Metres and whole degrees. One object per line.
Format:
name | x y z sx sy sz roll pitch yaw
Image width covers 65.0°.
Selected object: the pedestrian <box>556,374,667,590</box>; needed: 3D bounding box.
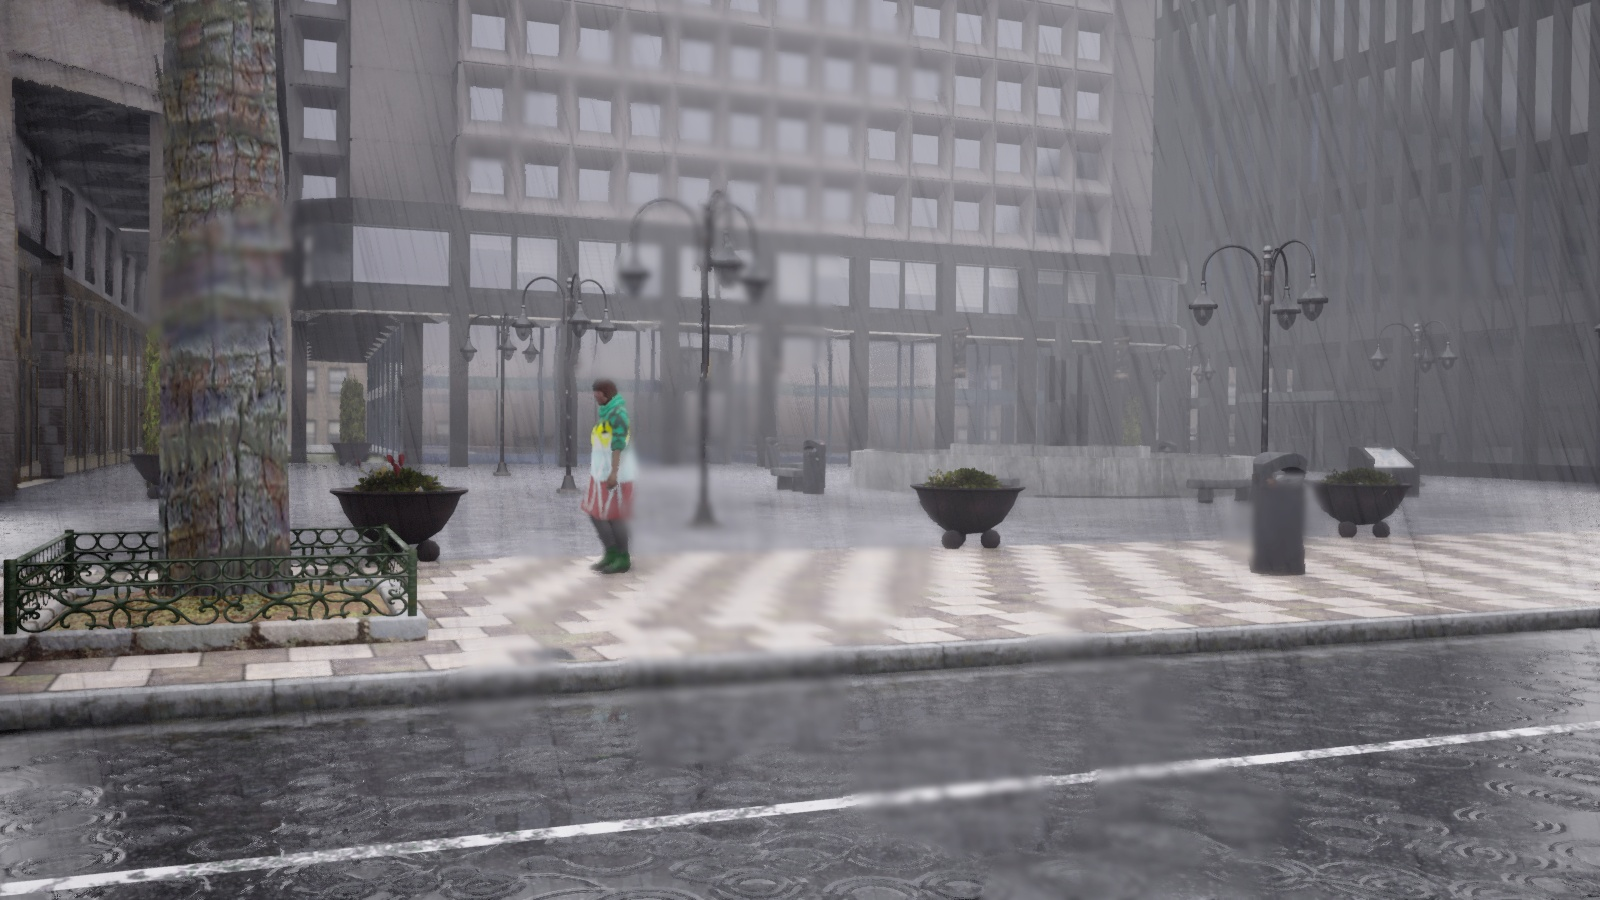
pedestrian | -1.790 0.281 11.865 0.873 1.952 0.659 -1 1 -23
